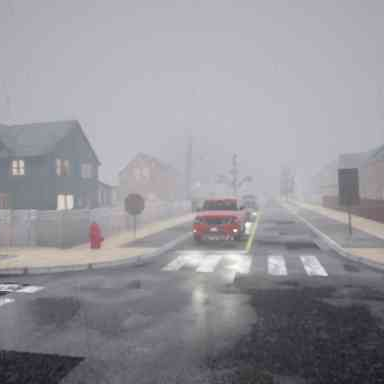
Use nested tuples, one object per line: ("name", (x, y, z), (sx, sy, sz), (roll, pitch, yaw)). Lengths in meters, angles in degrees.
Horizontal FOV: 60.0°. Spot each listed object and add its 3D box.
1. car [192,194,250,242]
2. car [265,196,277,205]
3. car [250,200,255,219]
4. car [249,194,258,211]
("car", (1.557, 1.277, 17.224), (2.150, 2.045, 5.566), (-2, 0, 13))
("car", (14.313, 1.448, 60.320), (1.882, 1.535, 5.008), (-2, -1, 13))
("car", (3.811, 1.610, 27.110), (1.994, 1.385, 4.181), (-2, 0, 13))
("car", (7.058, 1.271, 41.522), (2.150, 2.045, 5.566), (-2, -1, 13))
